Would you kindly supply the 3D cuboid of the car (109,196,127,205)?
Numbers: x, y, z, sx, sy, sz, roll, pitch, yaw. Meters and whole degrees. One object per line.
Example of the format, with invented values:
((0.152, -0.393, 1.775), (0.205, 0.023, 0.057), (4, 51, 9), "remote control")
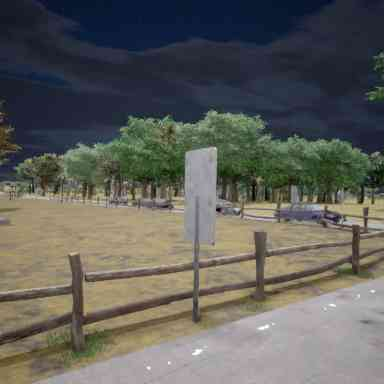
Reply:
((-13.569, 1.555, 60.701), (2.128, 1.511, 4.902), (2, -1, -35), "car")

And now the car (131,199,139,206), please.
((-7.720, 1.629, 52.583), (2.033, 1.411, 5.357), (2, -1, -35), "car")

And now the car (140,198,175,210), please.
((-4.300, 1.559, 42.811), (2.033, 1.411, 5.357), (2, -1, -35), "car")

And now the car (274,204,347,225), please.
((8.586, 1.568, 24.671), (2.033, 1.411, 5.357), (2, -1, -34), "car")

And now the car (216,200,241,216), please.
((2.806, 1.509, 32.833), (2.128, 1.511, 4.902), (2, -1, -35), "car")
